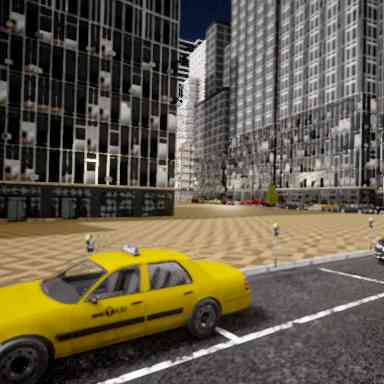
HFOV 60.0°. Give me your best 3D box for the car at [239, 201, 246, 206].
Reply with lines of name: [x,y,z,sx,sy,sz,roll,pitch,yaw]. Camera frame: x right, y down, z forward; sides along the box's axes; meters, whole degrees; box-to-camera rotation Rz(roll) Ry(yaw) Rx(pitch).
car: [13.040,2.738,81.399,1.802,1.307,4.206,2,-1,-22]

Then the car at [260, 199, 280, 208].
car: [14.334,2.175,57.698,1.967,1.590,4.097,2,-1,-22]

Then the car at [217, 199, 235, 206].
car: [7.915,2.307,73.197,1.967,1.590,4.097,2,-1,-22]

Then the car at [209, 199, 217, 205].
car: [5.839,2.436,78.205,1.752,1.417,4.829,2,-1,-22]

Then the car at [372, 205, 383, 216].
car: [22.888,2.123,37.030,1.947,1.339,4.313,2,-1,-22]

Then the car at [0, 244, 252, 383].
car: [-1.207,1.549,5.202,4.829,1.417,1.752,1,1,-35]

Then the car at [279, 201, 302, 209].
car: [19.462,2.574,65.893,2.008,1.369,4.403,2,-1,-22]

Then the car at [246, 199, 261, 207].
car: [15.187,2.427,76.235,2.192,1.841,5.009,2,-1,-22]

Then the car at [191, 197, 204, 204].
car: [1.500,2.315,88.698,2.192,1.841,5.009,2,-1,-22]

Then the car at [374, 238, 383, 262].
car: [8.029,1.719,11.403,4.403,1.369,2.008,1,1,-33]

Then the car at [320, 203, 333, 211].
car: [23.678,2.461,55.713,1.752,1.417,4.829,2,-1,-22]

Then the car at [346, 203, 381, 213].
car: [25.883,2.441,50.387,2.008,1.369,4.403,2,-1,-22]

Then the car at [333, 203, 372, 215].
car: [20.749,2.152,42.197,2.008,1.369,4.403,2,-1,-22]

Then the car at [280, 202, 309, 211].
car: [16.470,2.241,52.530,2.008,1.369,4.403,2,-1,-22]
